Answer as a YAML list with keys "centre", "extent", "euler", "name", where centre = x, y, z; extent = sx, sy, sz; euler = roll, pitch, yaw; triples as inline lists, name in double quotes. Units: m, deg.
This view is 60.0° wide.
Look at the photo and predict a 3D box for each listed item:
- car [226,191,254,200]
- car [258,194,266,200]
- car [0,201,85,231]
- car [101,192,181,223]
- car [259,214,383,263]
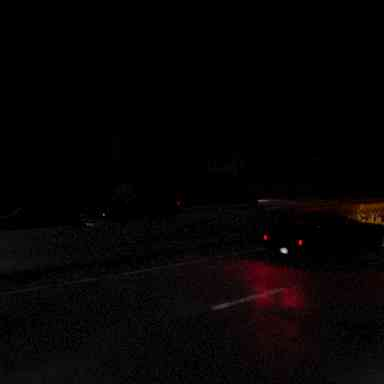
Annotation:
- centre: [6.655, 0.681, 52.256]
  extent: [2.033, 1.411, 5.357]
  euler: [-2, 1, -35]
  name: "car"
- centre: [9.517, 0.588, 54.281]
  extent: [2.033, 1.411, 5.357]
  euler: [-2, 1, -35]
  name: "car"
- centre: [-7.560, 1.331, 15.785]
  extent: [4.553, 1.767, 2.097]
  euler: [-1, 1, -35]
  name: "car"
- centre: [-3.422, 1.026, 23.011]
  extent: [5.566, 2.045, 2.150]
  euler: [-2, 1, -35]
  name: "car"
- centre: [4.573, 1.413, 11.279]
  extent: [4.718, 1.301, 1.895]
  euler: [-2, 1, -35]
  name: "car"
